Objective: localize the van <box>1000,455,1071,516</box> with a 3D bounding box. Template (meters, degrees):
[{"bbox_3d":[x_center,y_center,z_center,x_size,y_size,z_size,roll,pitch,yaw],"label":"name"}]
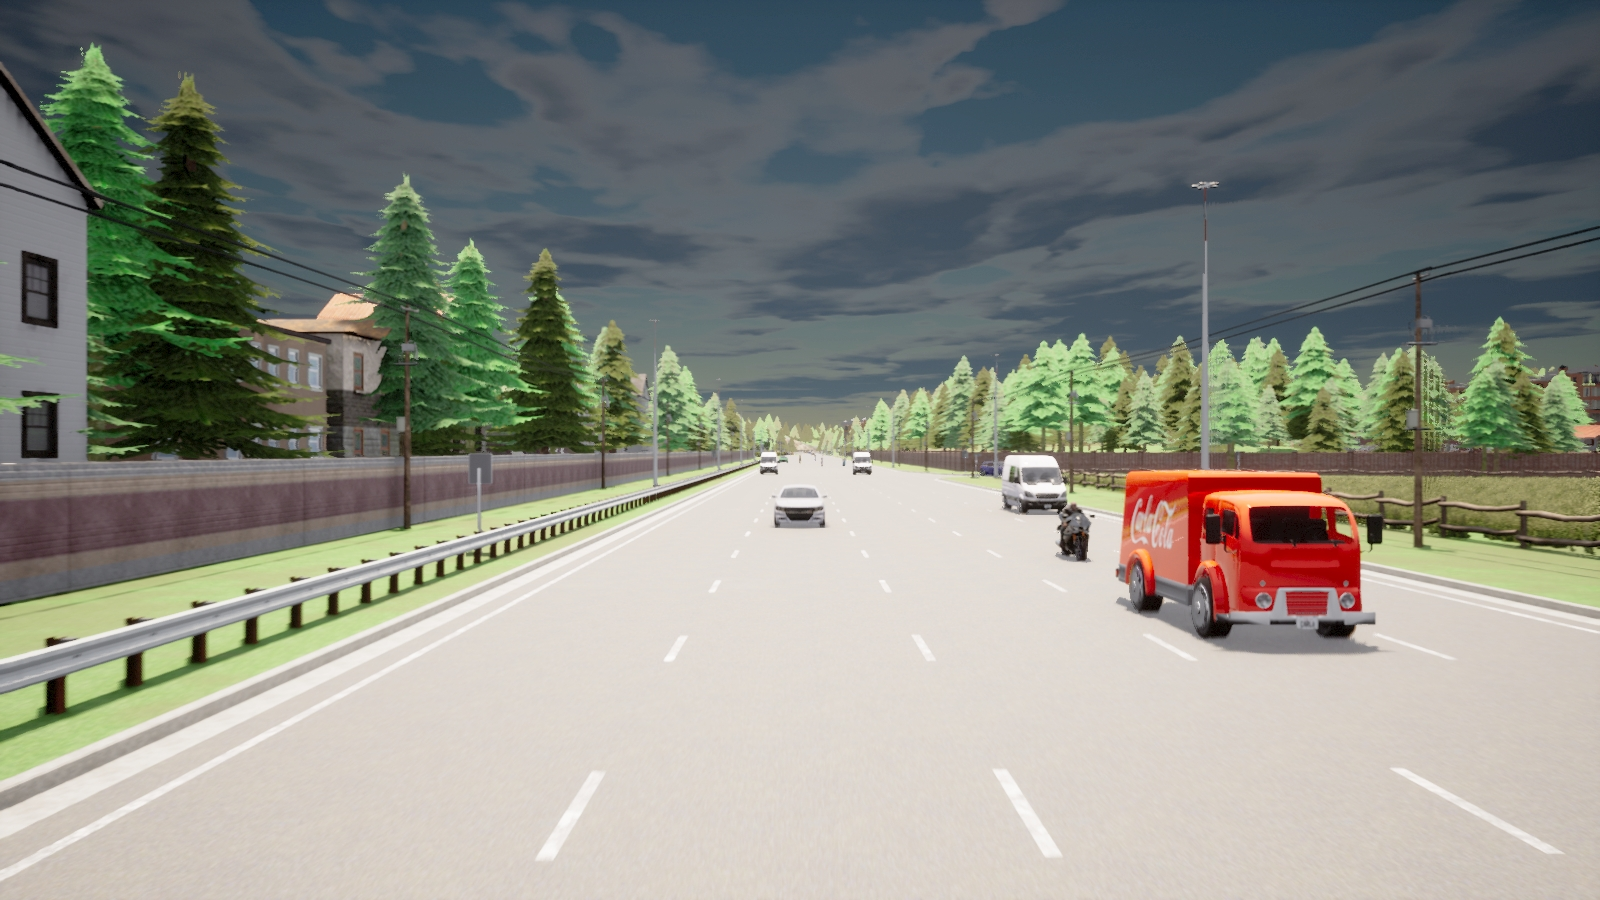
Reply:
[{"bbox_3d":[10.499,1.534,51.376,1.988,2.561,5.915,0,0,0],"label":"van"}]

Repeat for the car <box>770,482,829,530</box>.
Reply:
[{"bbox_3d":[-0.019,2.034,42.755,2.097,1.535,5.006,0,0,0],"label":"car"}]

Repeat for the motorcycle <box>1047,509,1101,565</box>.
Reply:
[{"bbox_3d":[7.001,2.205,29.288,0.867,1.251,2.209,0,0,0],"label":"motorcycle"}]

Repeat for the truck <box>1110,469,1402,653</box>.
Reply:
[{"bbox_3d":[7.000,1.570,18.375,2.627,2.467,5.204,0,0,0],"label":"truck"}]
